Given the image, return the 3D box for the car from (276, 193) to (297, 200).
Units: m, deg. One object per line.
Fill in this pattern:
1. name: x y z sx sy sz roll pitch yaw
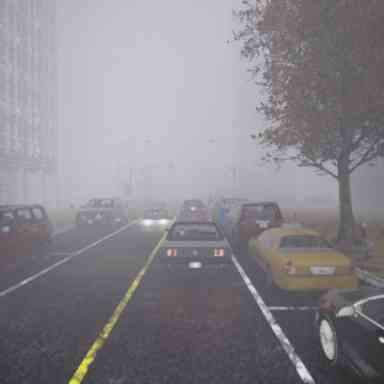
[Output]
1. car: 16.575 1.065 60.671 5.009 1.841 2.192 0 1 0

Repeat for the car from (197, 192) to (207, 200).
1. car: 2.557 1.005 85.869 2.192 1.841 5.009 -1 0 0

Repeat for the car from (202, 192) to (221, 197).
1. car: 2.559 1.185 36.887 2.192 1.841 5.009 -1 0 0

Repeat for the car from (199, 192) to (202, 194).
1. car: 2.538 1.313 74.821 1.802 1.307 4.206 -1 0 0

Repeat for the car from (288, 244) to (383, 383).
1. car: 2.555 1.540 2.996 2.008 1.369 4.403 -1 0 0

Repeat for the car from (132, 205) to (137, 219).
1. car: -5.321 1.436 25.390 1.752 1.417 4.829 -1 0 0

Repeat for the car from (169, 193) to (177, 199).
1. car: -5.308 1.109 91.371 1.967 1.590 4.097 -1 0 0

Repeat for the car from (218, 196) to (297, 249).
1. car: 2.554 1.265 14.292 2.192 1.841 5.009 -1 0 0

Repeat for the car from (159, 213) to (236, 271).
1. car: 0.094 1.563 10.680 1.895 1.301 4.718 0 0 0

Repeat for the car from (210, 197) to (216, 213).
1. car: 2.561 1.456 31.240 1.947 1.339 4.313 -1 0 0

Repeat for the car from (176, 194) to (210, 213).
1. car: 0.096 1.259 26.172 2.097 1.767 4.553 0 0 0

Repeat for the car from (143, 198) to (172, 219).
1. car: -2.838 1.466 27.661 1.994 1.385 4.181 0 0 0

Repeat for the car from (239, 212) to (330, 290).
1. car: 2.556 1.494 8.814 1.752 1.417 4.829 -1 0 0

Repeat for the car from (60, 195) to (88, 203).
1. car: -21.436 1.246 60.596 4.403 1.369 2.008 0 1 0

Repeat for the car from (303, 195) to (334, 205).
1. car: 20.192 1.485 52.545 4.206 1.307 1.802 0 1 0

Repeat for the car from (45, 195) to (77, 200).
1. car: -21.248 1.369 52.458 4.829 1.417 1.752 0 1 0

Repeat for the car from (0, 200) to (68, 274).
1. car: -5.327 1.284 8.613 2.192 1.841 5.009 -1 0 0

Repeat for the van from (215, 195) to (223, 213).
1. van: 2.555 1.271 19.941 1.690 1.788 3.998 -1 0 0

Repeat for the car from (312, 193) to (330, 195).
1. car: 22.907 1.074 60.685 5.009 1.841 2.192 0 1 0

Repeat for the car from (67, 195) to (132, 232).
1. car: -5.325 1.245 19.911 2.192 1.841 5.009 -1 0 0
